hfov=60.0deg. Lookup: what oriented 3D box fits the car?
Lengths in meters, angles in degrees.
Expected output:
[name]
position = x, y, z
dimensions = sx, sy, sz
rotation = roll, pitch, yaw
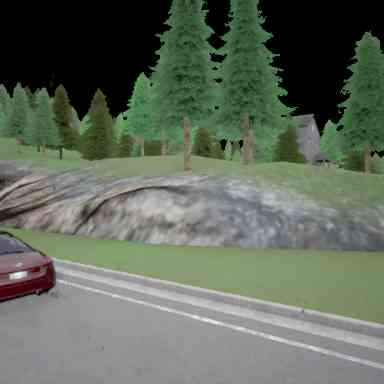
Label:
[car]
position = -4.947, 1.564, 7.521
dimensions = 4.181, 1.385, 1.994
rotation = 0, 0, 36
